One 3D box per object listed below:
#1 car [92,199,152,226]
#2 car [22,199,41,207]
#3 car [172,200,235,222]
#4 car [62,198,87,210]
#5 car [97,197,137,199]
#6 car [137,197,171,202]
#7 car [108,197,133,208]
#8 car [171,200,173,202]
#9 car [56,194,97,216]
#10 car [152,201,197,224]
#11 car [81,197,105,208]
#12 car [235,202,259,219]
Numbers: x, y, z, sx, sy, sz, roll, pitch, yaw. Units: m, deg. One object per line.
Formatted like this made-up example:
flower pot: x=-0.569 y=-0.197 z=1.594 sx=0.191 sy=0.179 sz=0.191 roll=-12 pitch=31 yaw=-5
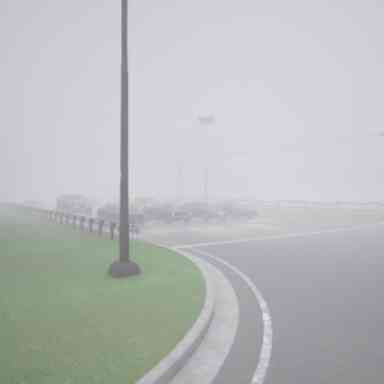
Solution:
car: x=-4.963 y=1.485 z=23.065 sx=1.882 sy=1.535 sz=5.008 roll=0 pitch=0 yaw=-36
car: x=-23.466 y=1.607 z=48.759 sx=1.895 sy=1.301 sz=4.718 roll=0 pitch=0 yaw=-35
car: x=0.814 y=1.506 z=27.024 sx=2.128 sy=1.511 sz=4.902 roll=0 pitch=0 yaw=-36
car: x=-15.448 y=1.536 z=43.559 sx=1.812 sy=1.442 sz=4.674 roll=0 pitch=0 yaw=-36
car: x=-7.274 y=1.536 z=32.233 sx=1.812 sy=1.442 sz=4.674 roll=0 pitch=0 yaw=-36
car: x=-4.476 y=1.366 z=34.339 sx=2.097 sy=1.767 sz=4.553 roll=0 pitch=0 yaw=-36
car: x=-10.482 y=1.521 z=48.642 sx=1.837 sy=1.490 sz=4.892 roll=0 pitch=0 yaw=-36
car: x=-2.019 y=1.581 z=36.923 sx=1.994 sy=1.385 sz=4.181 roll=0 pitch=0 yaw=-35
car: x=-11.407 y=1.230 z=31.973 sx=2.150 sy=2.045 sz=5.566 roll=0 pitch=0 yaw=-36
car: x=-1.954 y=1.612 z=24.877 sx=1.895 sy=1.301 sz=4.718 roll=0 pitch=0 yaw=-36
car: x=-14.277 y=1.519 z=47.927 sx=1.837 sy=1.490 sz=4.892 roll=0 pitch=0 yaw=-36
car: x=3.386 y=1.565 z=29.441 sx=2.033 sy=1.411 sz=5.357 roll=0 pitch=0 yaw=-36
